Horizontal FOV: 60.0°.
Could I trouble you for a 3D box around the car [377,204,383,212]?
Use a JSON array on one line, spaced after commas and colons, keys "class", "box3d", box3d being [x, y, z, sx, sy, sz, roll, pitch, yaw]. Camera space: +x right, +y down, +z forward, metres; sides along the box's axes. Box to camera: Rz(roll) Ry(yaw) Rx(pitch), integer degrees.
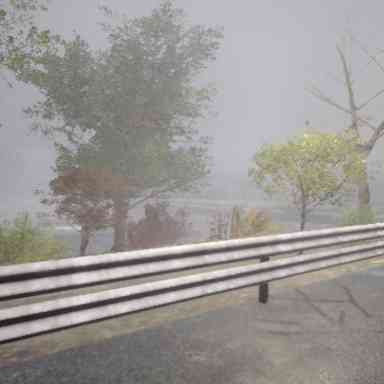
[{"class": "car", "box3d": [31.473, 2.794, 54.853, 4.553, 1.767, 2.097, 2, -2, 22]}]
